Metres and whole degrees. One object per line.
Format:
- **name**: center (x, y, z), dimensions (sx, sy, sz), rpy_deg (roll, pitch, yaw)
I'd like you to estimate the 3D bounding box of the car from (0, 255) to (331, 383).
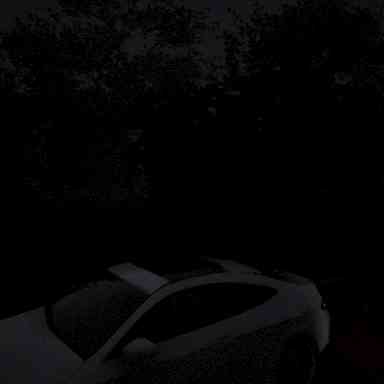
- **car**: center (-0.428, 1.503, 3.536), dimensions (4.674, 1.442, 1.812), rpy_deg (-1, 0, -34)
